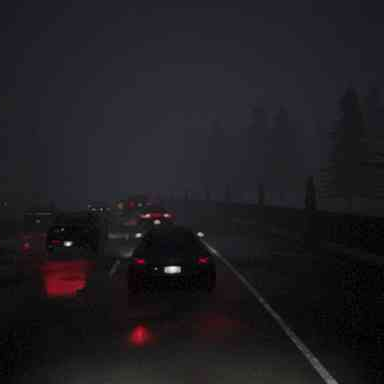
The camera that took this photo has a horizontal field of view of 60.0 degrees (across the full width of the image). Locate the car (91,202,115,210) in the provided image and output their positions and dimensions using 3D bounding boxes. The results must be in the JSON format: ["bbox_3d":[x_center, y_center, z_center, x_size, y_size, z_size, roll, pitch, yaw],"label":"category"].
[{"bbox_3d":[-8.917,1.647,32.140,2.033,1.411,5.357,0,0,-18],"label":"car"}]

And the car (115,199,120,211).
[{"bbox_3d":[-9.030,1.589,42.858,1.801,1.575,5.366,0,0,-20],"label":"car"}]

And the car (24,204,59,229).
[{"bbox_3d":[-9.863,1.562,22.518,2.128,1.511,4.902,0,0,-13],"label":"car"}]

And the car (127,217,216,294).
[{"bbox_3d":[-0.586,1.592,8.917,1.994,1.385,4.181,0,0,-5],"label":"car"}]

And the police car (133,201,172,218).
[{"bbox_3d":[-2.463,1.567,21.250,2.038,1.542,4.974,0,0,-12],"label":"police car"}]

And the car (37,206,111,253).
[{"bbox_3d":[-4.672,1.549,14.005,1.837,1.490,4.892,0,0,-8],"label":"car"}]

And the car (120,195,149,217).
[{"bbox_3d":[-5.520,1.319,32.749,2.150,2.045,5.566,0,-1,-17],"label":"car"}]
